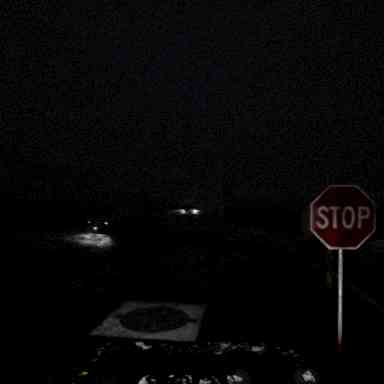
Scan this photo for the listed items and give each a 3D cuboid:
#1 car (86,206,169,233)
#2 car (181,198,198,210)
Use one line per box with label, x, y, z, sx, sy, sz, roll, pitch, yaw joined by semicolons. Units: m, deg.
car;-3.546;1.535;19.544;2.033;1.411;5.357;0;-1;34
car;-0.254;1.487;43.874;1.882;1.535;5.008;0;0;6
